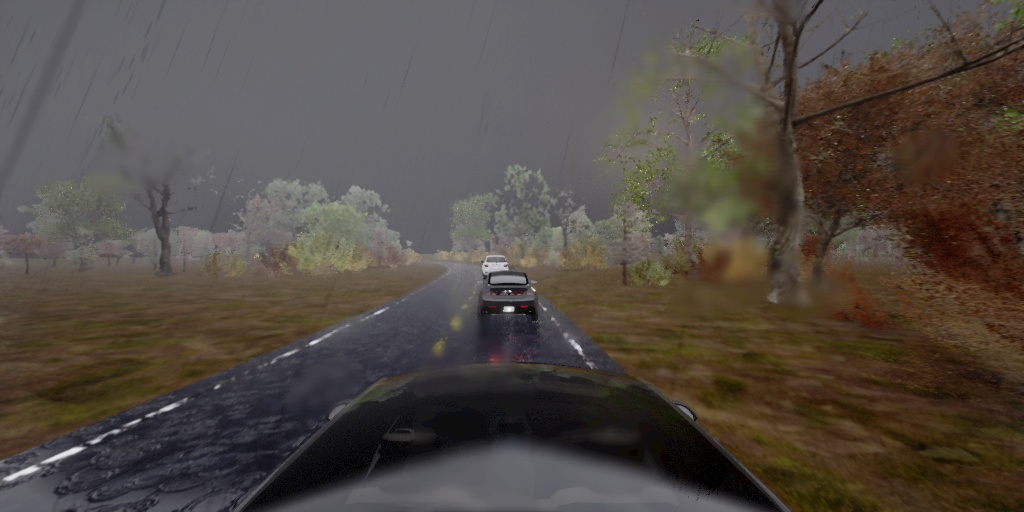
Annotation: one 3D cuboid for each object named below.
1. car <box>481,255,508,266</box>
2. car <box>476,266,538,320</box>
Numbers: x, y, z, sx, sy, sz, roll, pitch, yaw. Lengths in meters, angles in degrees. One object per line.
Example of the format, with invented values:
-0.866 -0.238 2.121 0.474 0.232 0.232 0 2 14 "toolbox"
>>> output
-1.566 0.974 32.170 2.150 2.045 5.566 0 0 -6 "car"
-0.177 1.255 12.554 1.837 1.490 4.892 0 0 -2 "car"
